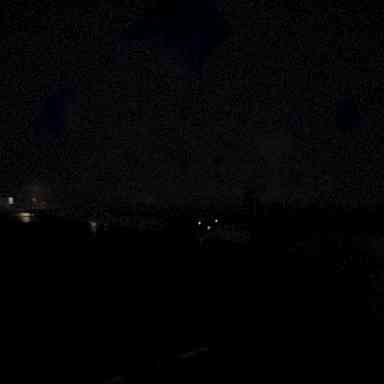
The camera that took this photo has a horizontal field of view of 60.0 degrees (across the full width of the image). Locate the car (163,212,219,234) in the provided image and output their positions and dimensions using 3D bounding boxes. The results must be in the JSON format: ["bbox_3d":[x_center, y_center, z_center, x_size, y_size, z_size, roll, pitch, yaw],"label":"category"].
[{"bbox_3d":[-0.156,2.141,24.036,1.895,1.301,4.718,-3,0,-35],"label":"car"}]

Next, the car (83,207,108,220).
[{"bbox_3d":[-11.918,2.562,40.663,1.837,1.490,4.892,-3,0,-35],"label":"car"}]
